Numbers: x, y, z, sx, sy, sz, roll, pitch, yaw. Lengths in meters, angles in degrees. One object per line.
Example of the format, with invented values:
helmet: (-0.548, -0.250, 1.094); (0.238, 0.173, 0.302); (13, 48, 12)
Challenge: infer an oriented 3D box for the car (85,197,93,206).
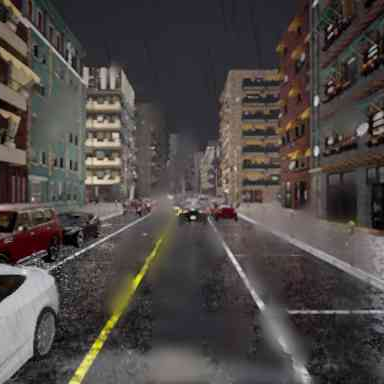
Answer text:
car: (-17.598, 1.170, 48.471); (5.009, 1.841, 2.192); (0, -1, 0)

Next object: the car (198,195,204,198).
car: (0.038, 1.430, 36.333); (1.882, 1.535, 5.008); (0, 0, 0)

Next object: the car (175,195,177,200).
car: (-5.371, 1.406, 86.354); (1.752, 1.417, 4.829); (1, 0, 0)

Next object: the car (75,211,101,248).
car: (-5.317, 1.547, 14.773); (1.947, 1.339, 4.313); (1, 0, 0)

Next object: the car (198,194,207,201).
car: (2.515, 1.329, 80.889); (1.967, 1.590, 4.097); (1, 0, 0)

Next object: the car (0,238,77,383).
car: (-2.852, 1.521, 3.182); (1.812, 1.442, 4.674); (0, 0, 0)

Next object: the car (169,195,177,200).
car: (-5.375, 1.438, 92.195); (1.947, 1.339, 4.313); (1, 0, 0)

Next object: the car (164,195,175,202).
car: (-5.362, 1.423, 75.012); (1.752, 1.417, 4.829); (1, 0, 0)

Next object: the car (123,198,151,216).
car: (-5.334, 1.541, 31.420); (1.802, 1.307, 4.206); (1, 0, 0)

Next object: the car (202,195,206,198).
car: (2.522, 1.456, 69.547); (2.008, 1.369, 4.403); (1, 0, 0)

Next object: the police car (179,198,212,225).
police car: (0.081, 1.475, 24.003); (2.038, 1.542, 4.974); (0, 0, 0)

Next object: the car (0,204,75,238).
car: (-5.310, 1.303, 9.224); (2.192, 1.841, 5.009); (1, 0, 0)

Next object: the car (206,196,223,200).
car: (2.552, 1.399, 31.448); (1.967, 1.590, 4.097); (1, 0, 0)

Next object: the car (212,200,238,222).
car: (2.555, 1.548, 25.899); (1.802, 1.307, 4.206); (1, 0, 0)

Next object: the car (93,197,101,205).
car: (-17.666, 1.507, 56.347); (4.313, 1.339, 1.947); (0, -1, 0)

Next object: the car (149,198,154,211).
car: (-5.341, 1.391, 36.969); (1.967, 1.590, 4.097); (1, 0, 0)
